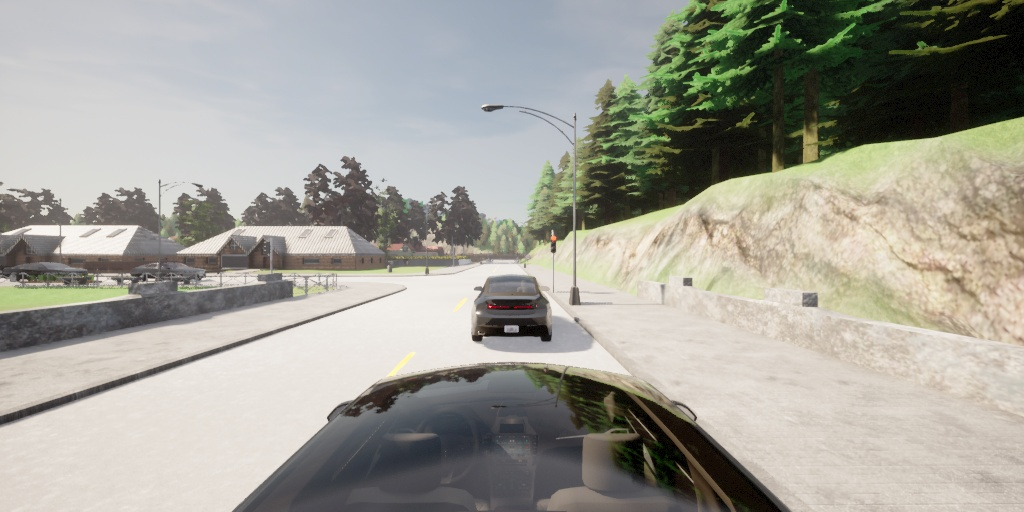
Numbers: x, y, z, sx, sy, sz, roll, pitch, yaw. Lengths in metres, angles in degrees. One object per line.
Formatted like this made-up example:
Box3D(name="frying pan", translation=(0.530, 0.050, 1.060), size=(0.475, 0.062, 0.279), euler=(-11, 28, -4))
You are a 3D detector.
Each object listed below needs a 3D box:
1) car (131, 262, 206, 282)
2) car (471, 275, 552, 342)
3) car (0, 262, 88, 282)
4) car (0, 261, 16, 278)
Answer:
Box3D(name="car", translation=(-26.812, 1.241, 28.097), size=(4.902, 1.511, 2.128), euler=(0, 0, 0))
Box3D(name="car", translation=(-0.009, 1.255, 9.801), size=(1.837, 1.490, 4.892), euler=(0, 0, 0))
Box3D(name="car", translation=(-36.265, 1.228, 28.020), size=(5.008, 1.535, 1.882), euler=(0, 0, 0))
Box3D(name="car", translation=(-48.132, 1.228, 32.056), size=(5.008, 1.535, 1.882), euler=(0, 0, 0))
